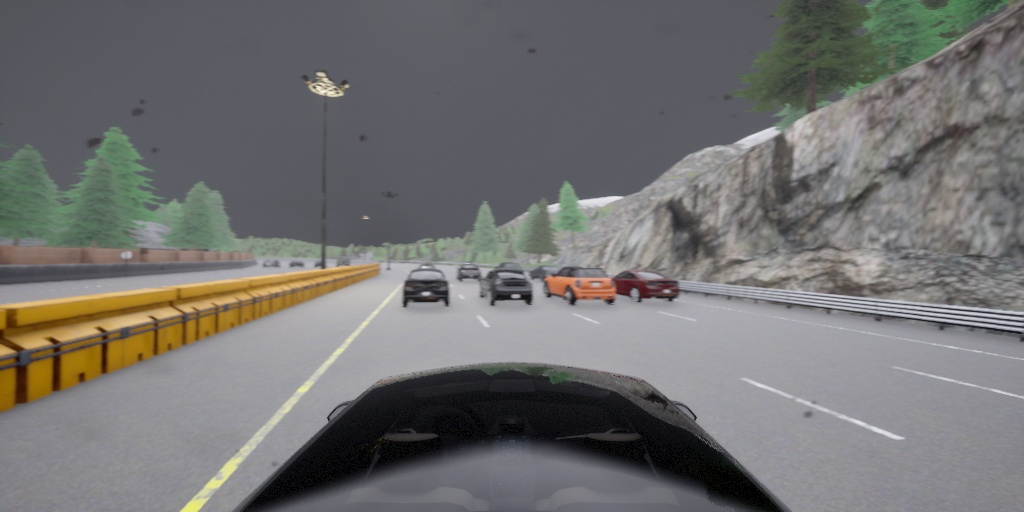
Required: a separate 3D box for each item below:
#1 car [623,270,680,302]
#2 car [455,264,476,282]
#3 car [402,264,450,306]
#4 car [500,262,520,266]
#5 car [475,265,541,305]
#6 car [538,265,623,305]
[{"bbox_3d":[6.392,1.434,18.494,1.882,1.535,5.008,1,0,-13],"label":"car"},{"bbox_3d":[-3.823,1.412,31.295,2.128,1.511,4.902,1,0,-13],"label":"car"},{"bbox_3d":[-3.826,1.284,16.075,1.882,1.535,5.008,1,0,-13],"label":"car"},{"bbox_3d":[-0.367,1.318,31.898,2.097,1.767,4.553,1,-1,-13],"label":"car"},{"bbox_3d":[-0.384,1.363,16.721,1.837,1.490,4.892,1,0,-13],"label":"car"},{"bbox_3d":[3.077,1.255,17.296,2.097,1.767,4.553,1,-1,-13],"label":"car"}]
